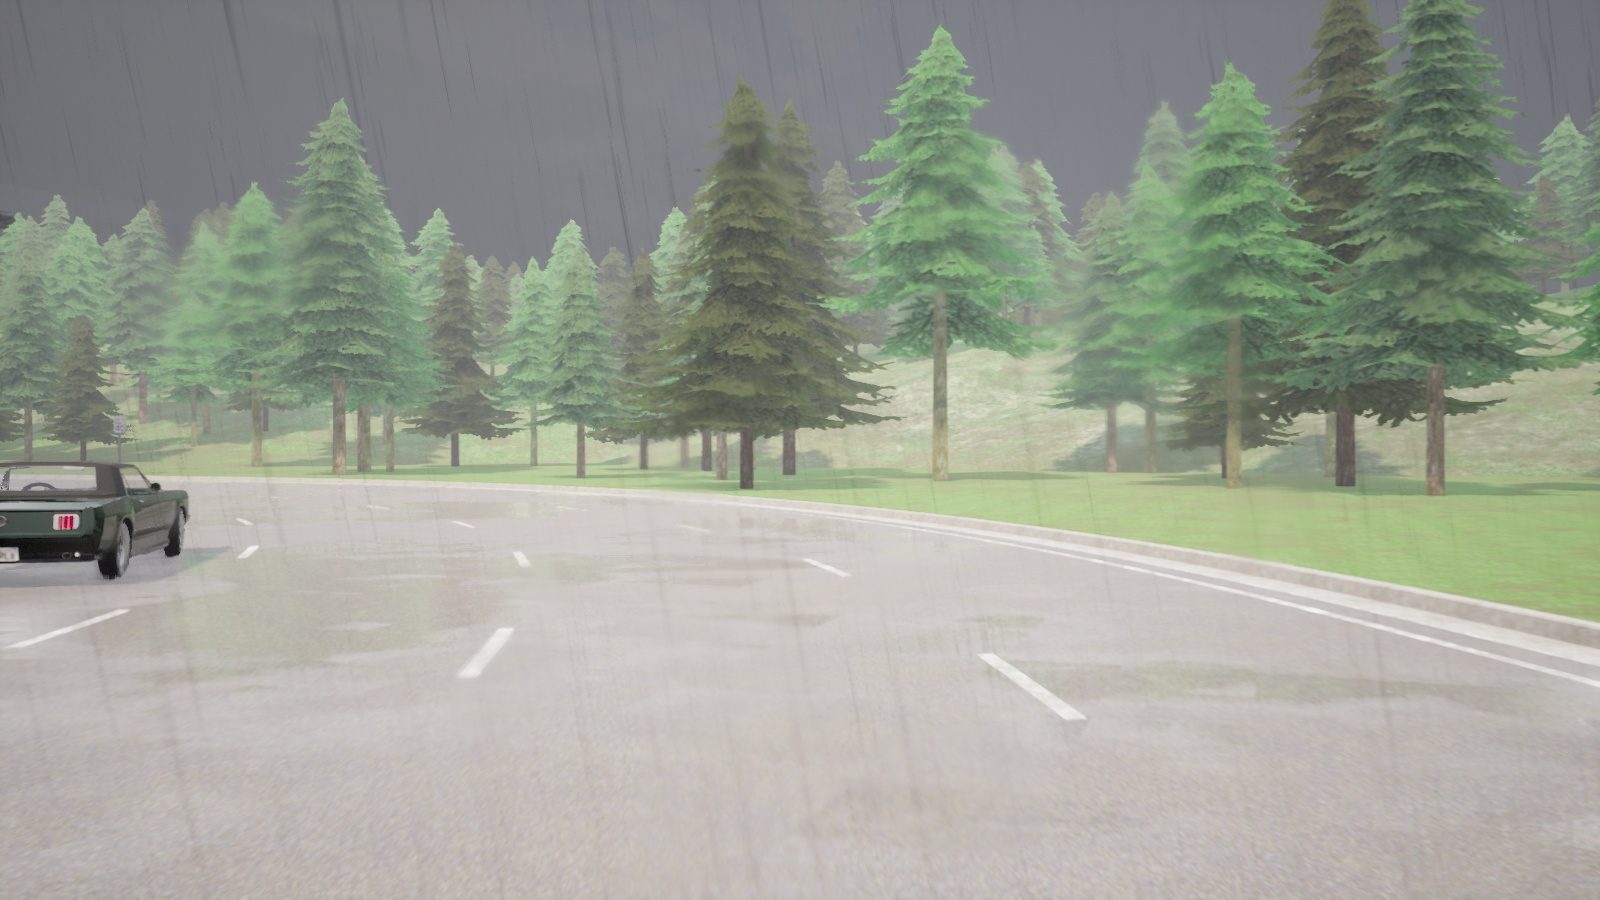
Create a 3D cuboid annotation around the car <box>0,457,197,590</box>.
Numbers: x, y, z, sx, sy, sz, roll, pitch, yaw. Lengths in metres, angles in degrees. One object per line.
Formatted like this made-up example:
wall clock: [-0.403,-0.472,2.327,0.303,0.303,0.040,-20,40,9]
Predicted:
car: [-8.746,0.757,15.032,1.895,1.301,4.718,0,0,-15]
